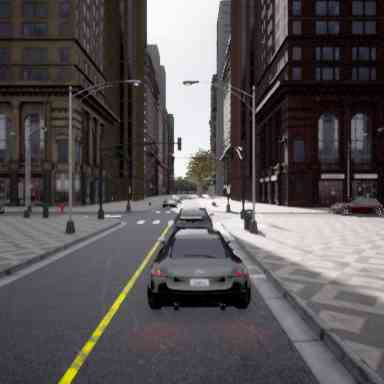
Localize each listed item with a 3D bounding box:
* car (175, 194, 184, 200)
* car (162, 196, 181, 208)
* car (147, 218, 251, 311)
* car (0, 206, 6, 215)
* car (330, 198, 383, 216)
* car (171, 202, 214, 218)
[{"bbox_3d":[-2.972,1.122,78.820,2.033,1.411,5.357,0,0,0],"label":"car"},{"bbox_3d":[-3.079,1.509,46.453,2.033,1.411,5.357,0,0,0],"label":"car"},{"bbox_3d":[0.111,1.557,7.851,1.994,1.385,4.181,0,0,-1],"label":"car"},{"bbox_3d":[-18.918,1.418,29.027,4.892,1.490,1.837,0,0,0],"label":"car"},{"bbox_3d":[15.843,1.377,32.198,4.553,1.767,2.097,0,0,0],"label":"car"},{"bbox_3d":[0.067,1.491,16.758,1.837,1.490,4.892,0,0,0],"label":"car"}]
